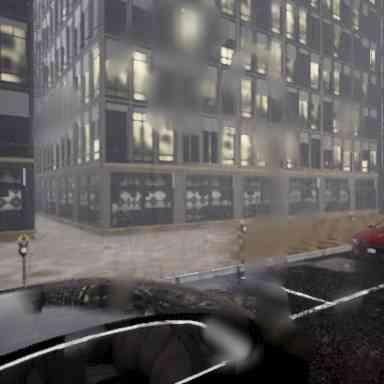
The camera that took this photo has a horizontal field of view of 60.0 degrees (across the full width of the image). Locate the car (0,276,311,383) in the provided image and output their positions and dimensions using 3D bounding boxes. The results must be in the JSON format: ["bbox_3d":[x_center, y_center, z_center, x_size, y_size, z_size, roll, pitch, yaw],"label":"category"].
[{"bbox_3d":[-1.238,1.504,2.179,4.892,1.490,1.837,0,0,-35],"label":"car"}]

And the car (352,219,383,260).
[{"bbox_3d":[7.154,1.485,11.151,4.507,1.381,1.887,0,0,-35],"label":"car"}]
